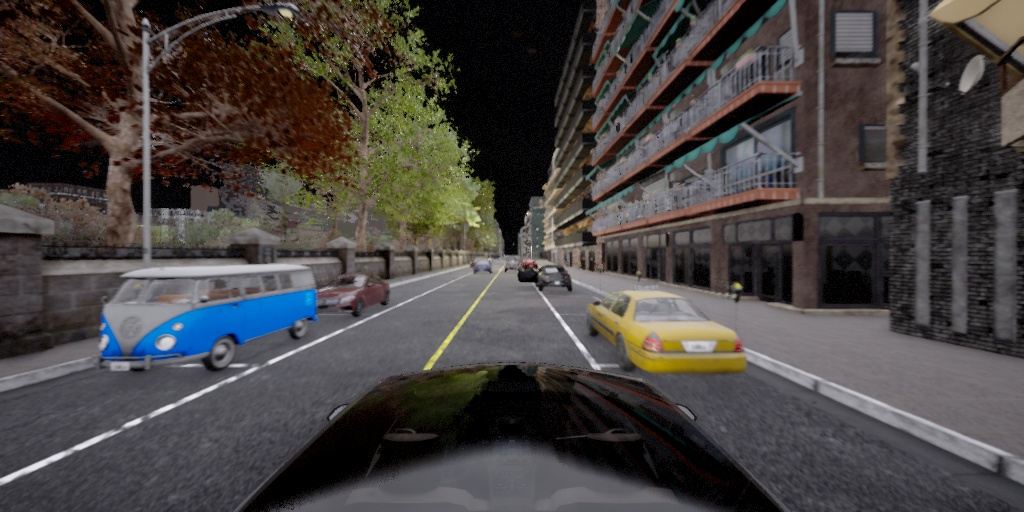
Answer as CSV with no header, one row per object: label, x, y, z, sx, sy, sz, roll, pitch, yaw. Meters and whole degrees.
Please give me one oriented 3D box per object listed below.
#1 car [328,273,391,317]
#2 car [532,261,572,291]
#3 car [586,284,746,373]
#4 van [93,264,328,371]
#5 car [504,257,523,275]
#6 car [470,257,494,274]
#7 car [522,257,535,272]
car,-5.687,1.295,12.936,1.802,1.307,4.207,0,0,0
car,2.356,1.215,20.955,1.812,1.442,4.674,0,0,0
car,2.693,1.257,7.475,1.751,1.417,4.829,0,0,0
van,-5.688,1.072,7.306,1.690,1.789,3.998,0,0,0
car,0.034,1.173,43.635,2.033,1.411,5.357,0,0,1
car,-3.085,1.163,38.656,1.812,1.442,4.674,0,0,0
car,2.699,1.150,52.347,1.888,1.381,4.507,0,0,0
